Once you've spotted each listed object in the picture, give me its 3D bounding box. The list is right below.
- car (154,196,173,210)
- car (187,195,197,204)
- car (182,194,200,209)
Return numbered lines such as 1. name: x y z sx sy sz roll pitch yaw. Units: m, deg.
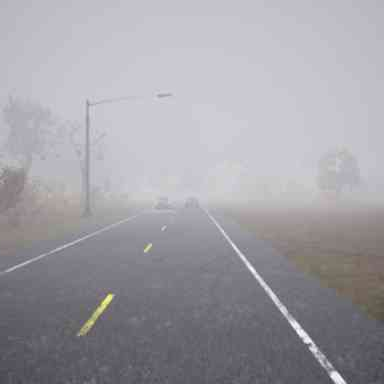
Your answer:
1. car: -3.617 1.319 42.955 2.097 1.767 4.553 0 0 0
2. car: 0.046 1.436 63.238 1.837 1.490 4.892 0 0 0
3. car: 0.062 1.456 45.253 2.128 1.511 4.902 0 0 0
